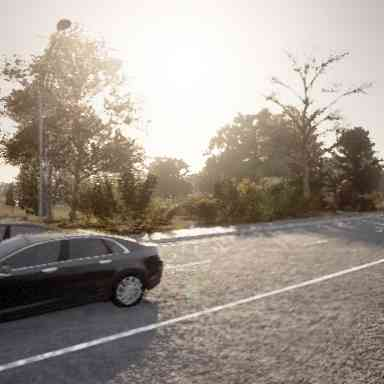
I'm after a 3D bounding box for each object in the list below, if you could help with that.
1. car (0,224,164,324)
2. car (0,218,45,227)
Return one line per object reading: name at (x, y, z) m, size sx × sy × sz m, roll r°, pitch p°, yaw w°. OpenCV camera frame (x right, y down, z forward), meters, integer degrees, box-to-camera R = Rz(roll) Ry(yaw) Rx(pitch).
car at (-2.866, 1.518, 6.340) m, size 4.892 × 1.490 × 1.837 m, roll 0°, pitch 0°, yaw -36°
car at (-5.339, 1.497, 8.866) m, size 5.008 × 1.535 × 1.882 m, roll 0°, pitch 0°, yaw -36°
